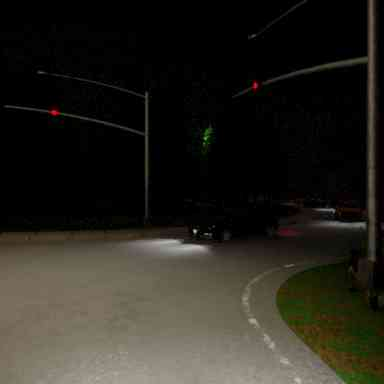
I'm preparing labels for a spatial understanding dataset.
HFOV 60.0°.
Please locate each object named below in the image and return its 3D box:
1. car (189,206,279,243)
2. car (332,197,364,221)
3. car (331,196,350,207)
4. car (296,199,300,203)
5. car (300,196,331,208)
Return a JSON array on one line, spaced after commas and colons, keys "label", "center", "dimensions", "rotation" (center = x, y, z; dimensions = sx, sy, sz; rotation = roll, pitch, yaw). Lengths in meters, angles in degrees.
[{"label": "car", "center": [2.108, 1.478, 15.959], "dimensions": [4.892, 1.490, 1.837], "rotation": [0, 0, -36]}, {"label": "car", "center": [12.638, 1.451, 26.720], "dimensions": [1.882, 1.535, 5.008], "rotation": [0, 0, 26]}, {"label": "car", "center": [20.758, 1.325, 46.367], "dimensions": [2.097, 1.767, 4.553], "rotation": [0, 0, 3]}, {"label": "car", "center": [19.596, 1.451, 56.078], "dimensions": [1.882, 1.535, 5.008], "rotation": [0, 0, -16]}, {"label": "car", "center": [17.471, 1.574, 47.280], "dimensions": [1.895, 1.301, 4.718], "rotation": [0, 0, 1]}]
